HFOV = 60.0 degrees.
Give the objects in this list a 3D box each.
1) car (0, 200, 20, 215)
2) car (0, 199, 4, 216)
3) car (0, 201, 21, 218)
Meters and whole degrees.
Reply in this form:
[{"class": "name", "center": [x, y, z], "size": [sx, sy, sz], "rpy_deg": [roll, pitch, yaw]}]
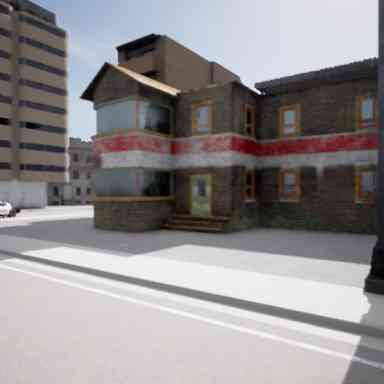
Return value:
[{"class": "car", "center": [-16.993, 1.312, 28.036], "size": [1.853, 1.218, 4.536], "rpy_deg": [0, 0, 15]}, {"class": "car", "center": [-20.203, 1.470, 30.666], "size": [4.974, 1.542, 2.038], "rpy_deg": [0, 0, -30]}, {"class": "car", "center": [-17.007, 1.469, 27.985], "size": [2.038, 1.542, 4.974], "rpy_deg": [0, 0, 15]}]
